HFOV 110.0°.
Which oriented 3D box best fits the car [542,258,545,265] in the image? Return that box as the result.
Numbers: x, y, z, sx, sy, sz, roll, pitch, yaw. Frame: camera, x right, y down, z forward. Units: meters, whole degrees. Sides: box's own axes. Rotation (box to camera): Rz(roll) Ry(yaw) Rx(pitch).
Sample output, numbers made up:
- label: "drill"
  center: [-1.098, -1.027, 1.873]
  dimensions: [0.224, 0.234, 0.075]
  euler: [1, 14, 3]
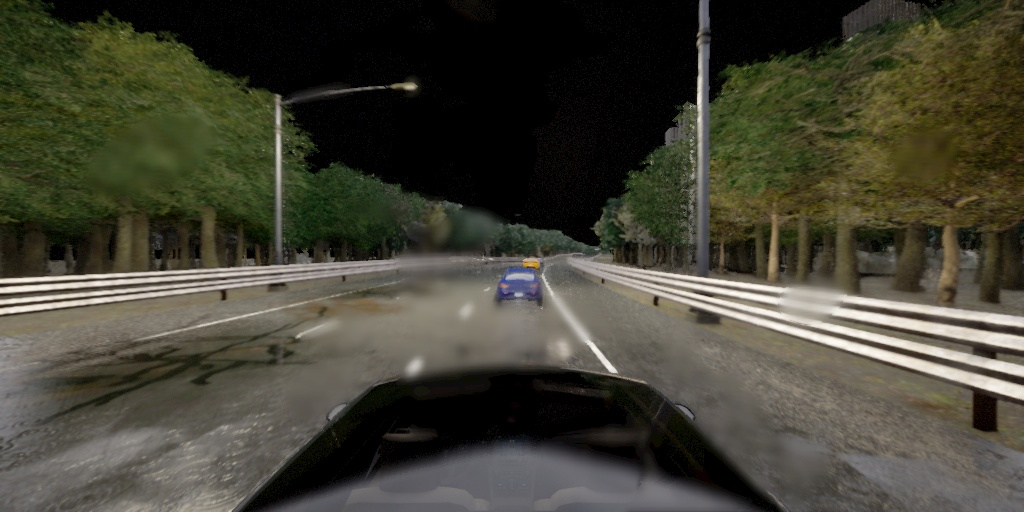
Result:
- label: "car"
  center: [4.679, 0.994, 62.665]
  dimensions: [2.033, 1.411, 5.357]
  euler: [0, 0, 10]

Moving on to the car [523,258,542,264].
- label: "car"
  center: [2.449, 0.942, 44.975]
  dimensions: [1.882, 1.535, 5.008]
  euler: [0, 0, 6]

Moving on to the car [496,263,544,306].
- label: "car"
  center: [0.362, 1.231, 15.340]
  dimensions: [1.812, 1.442, 4.674]
  euler: [0, 0, 2]
